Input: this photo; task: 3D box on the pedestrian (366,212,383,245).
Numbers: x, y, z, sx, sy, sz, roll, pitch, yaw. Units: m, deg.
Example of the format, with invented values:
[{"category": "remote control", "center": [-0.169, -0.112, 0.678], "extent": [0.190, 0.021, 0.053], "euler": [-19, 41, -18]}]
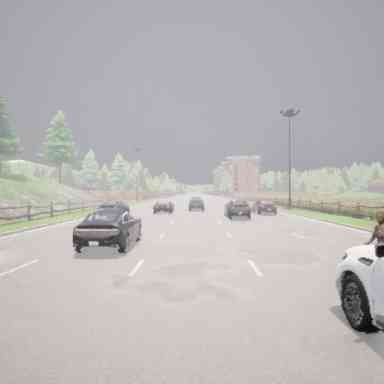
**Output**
[{"category": "pedestrian", "center": [4.178, 1.294, 7.320], "extent": [0.375, 1.860, 0.375], "euler": [0, 0, 1]}]

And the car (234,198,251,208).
[{"category": "car", "center": [7.647, 1.601, 50.399], "extent": [1.895, 1.301, 4.718], "euler": [0, 0, 0]}]

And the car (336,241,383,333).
[{"category": "car", "center": [3.639, 1.218, 3.628], "extent": [2.150, 2.045, 5.566], "euler": [0, 0, 1]}]

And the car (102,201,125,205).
[{"category": "car", "center": [-6.582, 1.492, 28.194], "extent": [2.128, 1.511, 4.902], "euler": [0, 0, 1]}]

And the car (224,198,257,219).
[{"category": "car", "center": [3.929, 1.491, 29.071], "extent": [2.128, 1.511, 4.902], "euler": [0, 0, 1]}]

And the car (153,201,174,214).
[{"category": "car", "center": [-2.992, 1.601, 36.144], "extent": [1.895, 1.301, 4.718], "euler": [0, 0, 1]}]

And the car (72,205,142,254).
[{"category": "car", "center": [-3.247, 1.492, 13.490], "extent": [2.128, 1.511, 4.902], "euler": [0, 0, 1]}]

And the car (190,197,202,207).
[{"category": "car", "center": [0.660, 1.526, 53.495], "extent": [1.812, 1.442, 4.674], "euler": [0, 0, -1]}]

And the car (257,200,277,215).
[{"category": "car", "center": [7.490, 1.526, 34.429], "extent": [1.812, 1.442, 4.674], "euler": [0, 0, 1]}]

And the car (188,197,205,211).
[{"category": "car", "center": [0.567, 1.492, 41.780], "extent": [2.128, 1.511, 4.902], "euler": [0, 0, 1]}]
